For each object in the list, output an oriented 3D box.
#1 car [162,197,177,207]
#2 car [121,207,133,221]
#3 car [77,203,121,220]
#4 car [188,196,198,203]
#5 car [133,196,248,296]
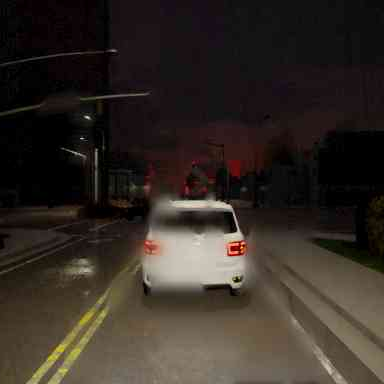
[{"bbox_3d":[-3.532,1.564,52.903,1.994,1.385,4.181,0,0,0],"label":"car"},{"bbox_3d":[-2.358,1.521,24.095,4.892,1.490,1.837,0,0,0],"label":"car"},{"bbox_3d":[-7.470,1.605,27.939,4.181,1.385,1.994,0,0,-8],"label":"car"},{"bbox_3d":[0.226,1.525,71.189,1.812,1.442,4.674,0,0,5],"label":"car"},{"bbox_3d":[0.079,1.221,8.759,2.150,2.045,5.566,0,0,0],"label":"car"}]
